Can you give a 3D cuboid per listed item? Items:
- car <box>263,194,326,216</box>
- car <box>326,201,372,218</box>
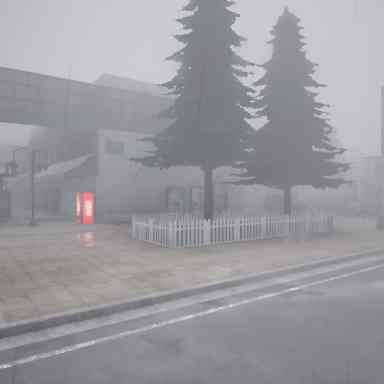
[{"bbox_3d":[9.172,1.206,31.157,2.150,2.045,5.566,0,0,-34],"label":"car"},{"bbox_3d":[13.627,1.532,30.656,2.033,1.411,5.357,0,0,-29],"label":"car"}]
